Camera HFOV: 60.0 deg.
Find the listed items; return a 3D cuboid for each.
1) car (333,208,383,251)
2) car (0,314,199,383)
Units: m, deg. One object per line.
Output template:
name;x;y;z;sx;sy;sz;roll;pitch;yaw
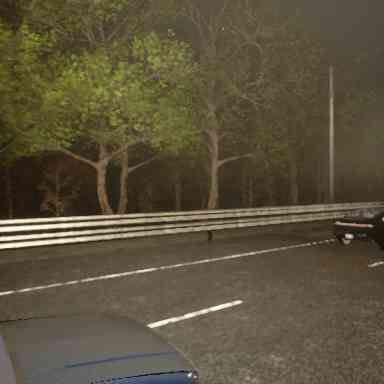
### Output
car;7.760;1.408;13.690;4.902;1.511;2.128;0;0;-36
car;-2.468;1.555;1.987;5.357;1.411;2.033;-1;0;-36
